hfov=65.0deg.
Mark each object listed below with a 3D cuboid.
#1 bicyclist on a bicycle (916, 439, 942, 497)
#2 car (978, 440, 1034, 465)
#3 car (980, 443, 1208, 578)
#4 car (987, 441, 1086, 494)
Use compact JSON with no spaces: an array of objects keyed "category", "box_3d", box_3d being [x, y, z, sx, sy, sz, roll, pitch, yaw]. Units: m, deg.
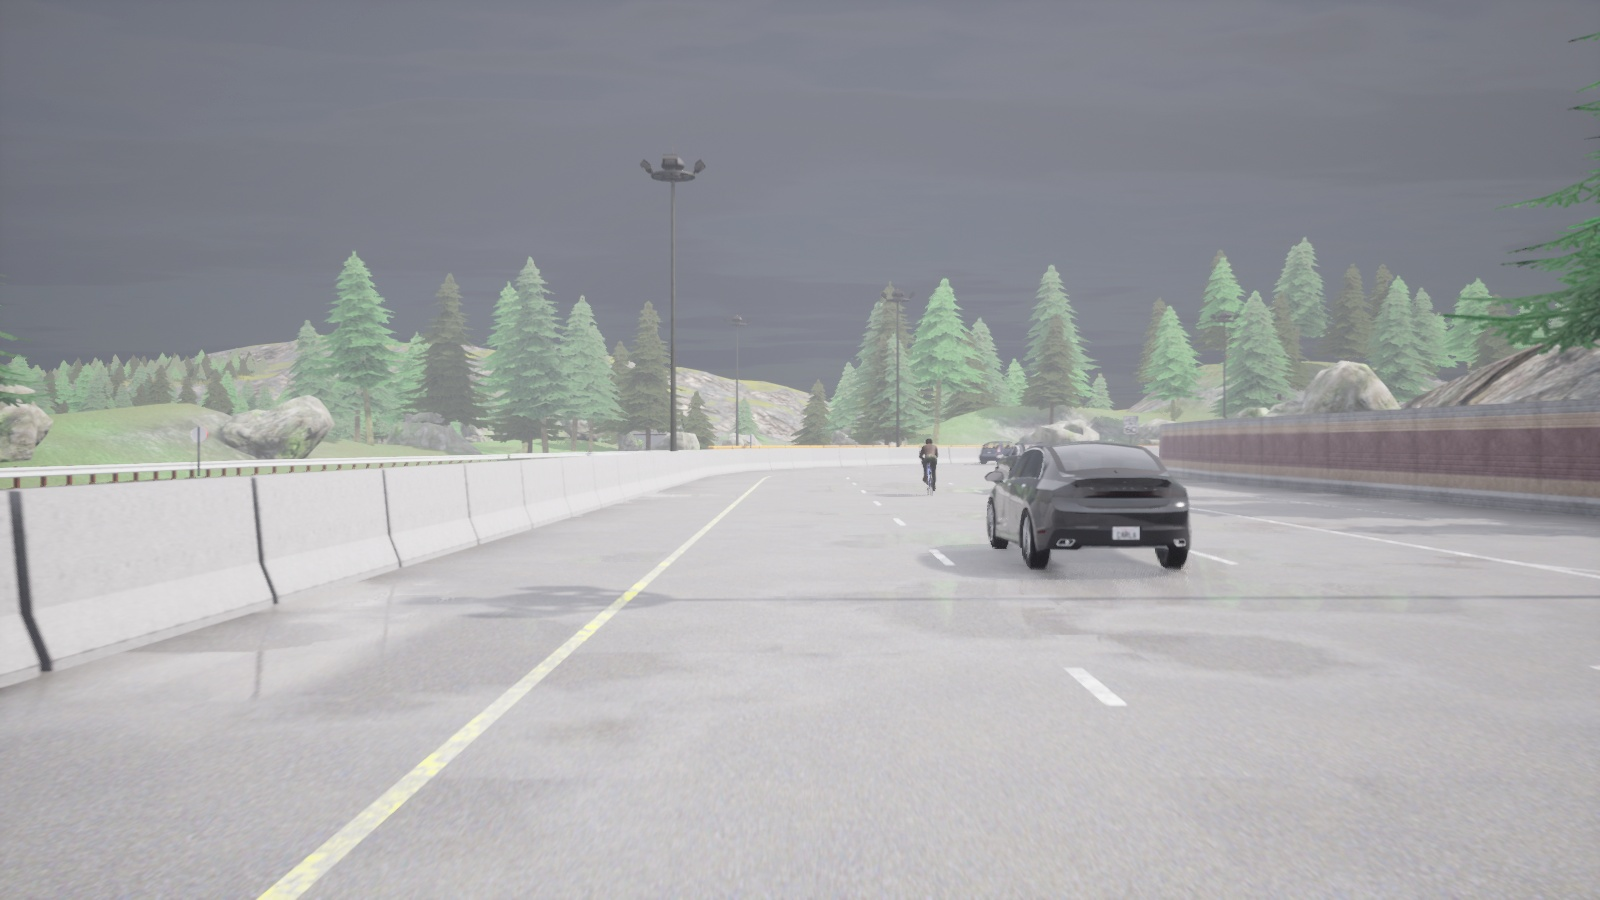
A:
[{"category":"bicyclist on a bicycle","box_3d":[3.678,0.501,35.780,0.582,1.620,1.656,0,0,0]},{"category":"car","box_3d":[13.991,0.166,85.264,1.851,1.617,3.988,0,0,43]},{"category":"car","box_3d":[3.590,0.662,16.290,1.837,1.490,4.892,0,0,0]},{"category":"car","box_3d":[7.190,0.490,38.671,2.128,1.511,4.902,0,0,0]}]
